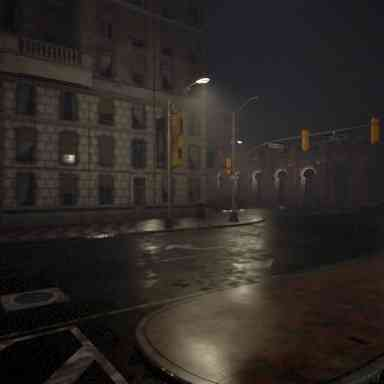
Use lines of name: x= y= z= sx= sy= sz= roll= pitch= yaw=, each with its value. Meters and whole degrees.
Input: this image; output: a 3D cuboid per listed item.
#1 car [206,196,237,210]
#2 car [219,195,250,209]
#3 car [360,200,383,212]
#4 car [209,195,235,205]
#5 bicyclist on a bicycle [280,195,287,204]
car: x=2.929 y=1.547 z=43.285 sx=2.033 sy=1.411 sz=5.357 roll=0 pitch=0 yaw=-36
car: x=5.729 y=1.505 z=45.396 sx=1.837 sy=1.490 sz=4.892 roll=0 pitch=0 yaw=-36
car: x=21.680 y=1.601 z=37.679 sx=4.718 sy=1.301 sz=1.895 roll=0 pitch=0 yaw=26
car: x=5.273 y=1.353 z=58.405 sx=2.097 sy=1.767 sz=4.553 roll=0 pitch=0 yaw=-35
bicyclist on a bicycle: x=15.552 y=1.300 z=56.504 sx=1.656 sy=1.620 sz=0.582 roll=0 pitch=0 yaw=-36
